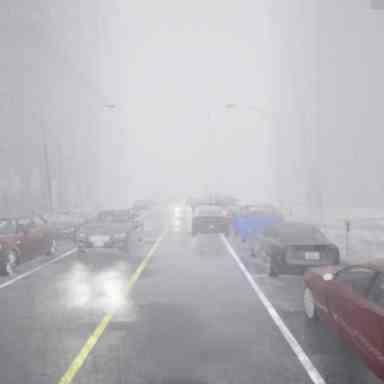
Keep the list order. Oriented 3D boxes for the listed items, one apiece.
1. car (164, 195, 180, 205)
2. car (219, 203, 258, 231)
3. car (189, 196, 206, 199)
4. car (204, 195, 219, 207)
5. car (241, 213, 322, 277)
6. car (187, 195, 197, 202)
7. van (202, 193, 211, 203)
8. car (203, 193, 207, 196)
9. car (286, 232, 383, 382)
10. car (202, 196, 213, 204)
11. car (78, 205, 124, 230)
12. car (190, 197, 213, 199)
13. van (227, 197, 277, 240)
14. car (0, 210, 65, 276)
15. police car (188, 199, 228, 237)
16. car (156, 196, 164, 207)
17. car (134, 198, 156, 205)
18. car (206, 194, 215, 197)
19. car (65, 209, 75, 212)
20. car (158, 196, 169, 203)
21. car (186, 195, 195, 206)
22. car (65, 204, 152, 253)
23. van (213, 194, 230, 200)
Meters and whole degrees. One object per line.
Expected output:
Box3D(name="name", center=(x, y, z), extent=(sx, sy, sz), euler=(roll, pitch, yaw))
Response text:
Box3D(name="car", center=(-2.998, 1.218, 55.454), extent=(2.128, 1.511, 4.902), euler=(0, 0, 0))
Box3D(name="car", center=(2.852, 1.506, 21.274), extent=(1.887, 1.381, 4.507), euler=(0, 0, 0))
Box3D(name="car", center=(0.901, 1.445, 33.851), extent=(1.837, 1.490, 4.892), euler=(0, 0, 0))
Box3D(name="car", center=(2.854, 1.343, 49.517), extent=(1.967, 1.590, 4.097), euler=(0, 0, 0))
Box3D(name="car", center=(2.852, 1.548, 9.977), extent=(1.947, 1.339, 4.313), euler=(0, 0, 0))
Box3D(name="car", center=(0.003, 1.272, 69.265), extent=(1.994, 1.385, 4.181), euler=(0, 0, 0))
Box3D(name="van", center=(2.855, 1.194, 66.463), extent=(1.690, 1.788, 3.998), euler=(0, 0, 0))
Box3D(name="car", center=(2.853, 1.232, 43.868), extent=(2.192, 1.841, 5.009), euler=(0, 0, 0))
Box3D(name="car", center=(2.852, 1.537, 4.328), extent=(1.887, 1.381, 4.507), euler=(0, 0, 0))
Box3D(name="car", center=(2.856, 1.453, 60.815), extent=(1.802, 1.307, 4.206), euler=(0, 0, 0))
Box3D(name="car", center=(-5.672, 1.543, 21.271), extent=(1.802, 1.307, 4.206), euler=(0, 0, 0))
Box3D(name="car", center=(0.900, 1.456, 27.851), extent=(1.837, 1.490, 4.892), euler=(0, 0, 0))
Box3D(name="van", center=(2.851, 1.313, 15.625), extent=(1.690, 1.788, 3.998), euler=(0, 0, 0))
Box3D(name="car", center=(-5.674, 1.421, 9.974), extent=(1.967, 1.590, 4.097), euler=(0, 0, 0))
Box3D(name="police car", center=(0.900, 1.393, 17.961), extent=(1.930, 1.638, 5.238), euler=(0, 0, 0))
Box3D(name="car", center=(-5.670, 1.485, 49.516), extent=(1.802, 1.307, 4.206), euler=(0, 0, 0))
Box3D(name="car", center=(-5.671, 1.474, 38.218), extent=(1.887, 1.381, 4.507), euler=(0, 0, 0))
Box3D(name="car", center=(2.852, 1.257, 32.571), extent=(2.192, 1.841, 5.009), euler=(0, 0, 0))
Box3D(name="car", center=(-5.673, 1.522, 15.622), extent=(2.008, 1.369, 4.403), euler=(0, 0, 0))
Box3D(name="car", center=(-5.669, 1.418, 66.464), extent=(1.947, 1.339, 4.313), euler=(0, 0, 0))
Box3D(name="car", center=(0.002, 1.385, 53.235), extent=(2.128, 1.511, 4.902), euler=(0, 0, 0))
Box3D(name="car", center=(-3.099, 1.467, 13.513), extent=(2.128, 1.511, 4.902), euler=(0, 0, 0))
Box3D(name="van", center=(2.852, 1.293, 26.922), extent=(1.690, 1.788, 3.998), euler=(0, 0, 0))
